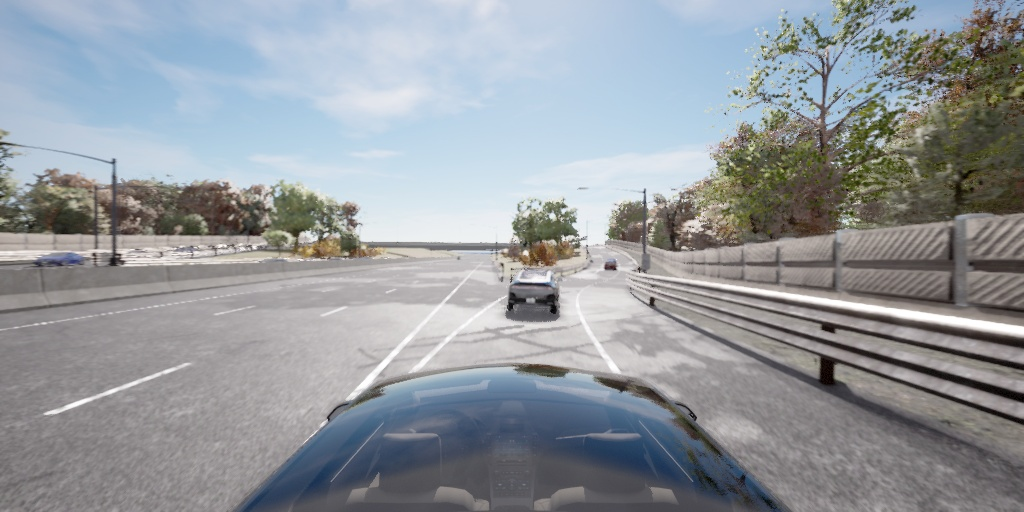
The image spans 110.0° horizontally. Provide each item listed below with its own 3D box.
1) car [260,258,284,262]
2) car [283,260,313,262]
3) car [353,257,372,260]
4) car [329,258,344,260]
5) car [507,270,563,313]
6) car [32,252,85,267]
[{"bbox_3d":[-27.473,1.004,41.184,1.882,1.535,5.008,0,0,-3],"label":"car"},{"bbox_3d":[-23.993,1.121,41.548,1.994,1.385,4.181,0,0,-3],"label":"car"},{"bbox_3d":[-25.062,1.043,58.662,1.882,1.535,5.008,1,0,-3],"label":"car"},{"bbox_3d":[-28.527,1.038,58.001,1.837,1.490,4.892,1,0,-3],"label":"car"},{"bbox_3d":[1.006,1.307,14.669,2.128,1.511,4.902,2,0,9],"label":"car"},{"bbox_3d":[-44.533,0.306,35.417,1.812,1.442,4.674,0,1,-27],"label":"car"}]
